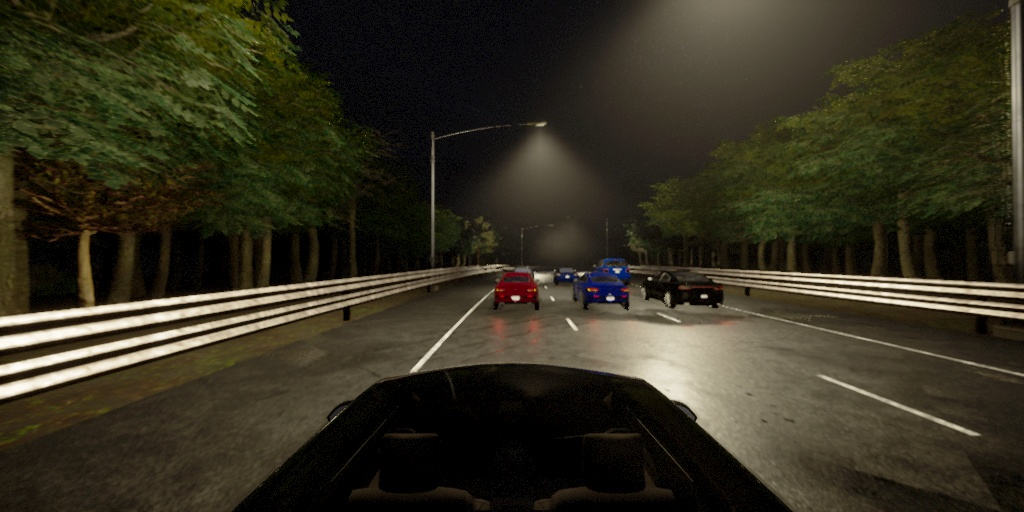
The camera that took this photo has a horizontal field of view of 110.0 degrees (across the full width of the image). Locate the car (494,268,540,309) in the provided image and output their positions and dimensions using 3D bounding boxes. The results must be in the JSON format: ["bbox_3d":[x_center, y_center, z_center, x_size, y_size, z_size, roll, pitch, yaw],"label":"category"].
[{"bbox_3d":[0.244,1.422,15.661,1.812,1.442,4.674,0,0,3],"label":"car"}]

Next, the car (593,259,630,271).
[{"bbox_3d":[7.891,1.261,28.826,2.150,2.045,5.566,0,0,4],"label":"car"}]

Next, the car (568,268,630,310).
[{"bbox_3d":[3.743,1.420,15.564,1.812,1.442,4.674,0,0,3],"label":"car"}]

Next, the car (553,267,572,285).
[{"bbox_3d":[4.486,1.618,30.028,1.994,1.385,4.181,0,-1,4],"label":"car"}]

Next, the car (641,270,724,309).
[{"bbox_3d":[7.258,1.372,15.811,1.882,1.535,5.008,0,0,3],"label":"car"}]
